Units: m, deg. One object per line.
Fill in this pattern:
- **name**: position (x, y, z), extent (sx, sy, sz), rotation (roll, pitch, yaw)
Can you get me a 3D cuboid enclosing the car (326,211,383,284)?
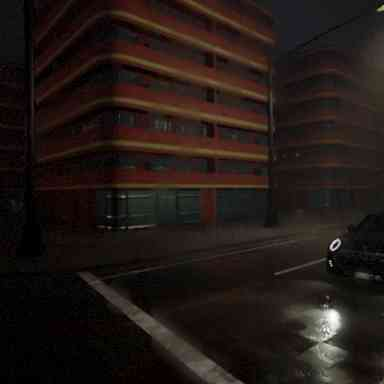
- **car**: position (5.615, 1.341, 9.247), extent (4.553, 1.767, 2.097), rotation (0, 0, -42)
